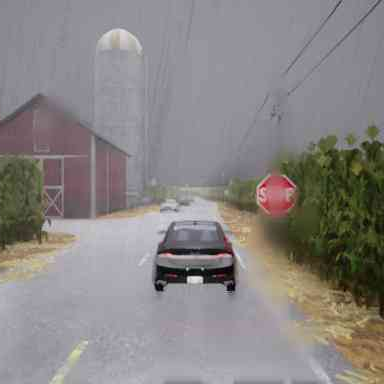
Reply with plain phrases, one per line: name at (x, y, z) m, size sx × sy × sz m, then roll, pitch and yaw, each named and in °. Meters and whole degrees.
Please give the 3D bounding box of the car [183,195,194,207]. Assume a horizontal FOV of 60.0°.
car at (-1.362, 1.567, 51.907) m, size 2.033 × 1.411 × 5.357 m, roll 0°, pitch 0°, yaw 5°

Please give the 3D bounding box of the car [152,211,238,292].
car at (0.085, 1.496, 8.908) m, size 2.128 × 1.511 × 4.902 m, roll 0°, pitch 0°, yaw 1°

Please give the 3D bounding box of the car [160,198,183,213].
car at (-2.411, 1.540, 37.123) m, size 1.812 × 1.442 × 4.674 m, roll 0°, pitch 0°, yaw 4°
